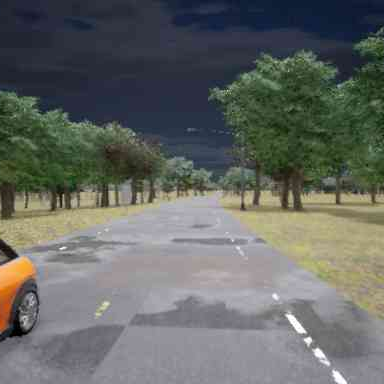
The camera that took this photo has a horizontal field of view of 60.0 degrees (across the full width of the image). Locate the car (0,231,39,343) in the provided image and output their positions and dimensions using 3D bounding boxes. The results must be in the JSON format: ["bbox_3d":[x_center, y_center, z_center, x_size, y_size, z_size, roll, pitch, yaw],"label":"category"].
[{"bbox_3d":[-3.581,1.347,3.593,2.097,1.767,4.553,0,0,0],"label":"car"}]
